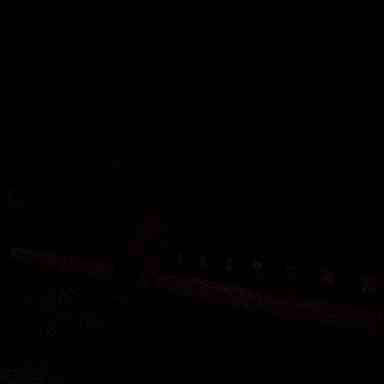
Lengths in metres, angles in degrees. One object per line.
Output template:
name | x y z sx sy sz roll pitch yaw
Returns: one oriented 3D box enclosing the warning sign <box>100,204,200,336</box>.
warning sign | -0.680 1.156 5.643 1.060 1.860 1.300 -1 0 35
